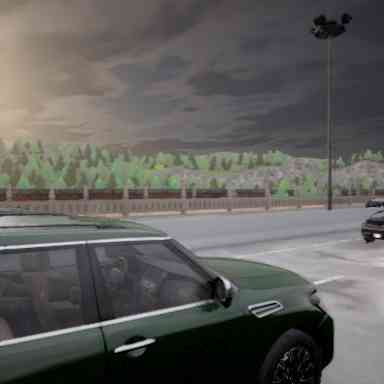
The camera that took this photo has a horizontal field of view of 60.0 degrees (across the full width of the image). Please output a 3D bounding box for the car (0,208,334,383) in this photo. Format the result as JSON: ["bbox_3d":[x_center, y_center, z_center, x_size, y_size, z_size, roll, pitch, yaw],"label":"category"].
[{"bbox_3d":[-1.065,1.221,2.987,5.566,2.045,2.150,0,0,-35],"label":"car"}]

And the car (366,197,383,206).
[{"bbox_3d":[24.711,1.480,43.544,5.008,1.535,1.882,0,0,-37],"label":"car"}]

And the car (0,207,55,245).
[{"bbox_3d":[-8.926,1.505,14.820,4.892,1.490,1.837,0,0,-35],"label":"car"}]

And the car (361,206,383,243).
[{"bbox_3d":[9.416,1.506,14.763,4.892,1.490,1.837,0,0,-35],"label":"car"}]
